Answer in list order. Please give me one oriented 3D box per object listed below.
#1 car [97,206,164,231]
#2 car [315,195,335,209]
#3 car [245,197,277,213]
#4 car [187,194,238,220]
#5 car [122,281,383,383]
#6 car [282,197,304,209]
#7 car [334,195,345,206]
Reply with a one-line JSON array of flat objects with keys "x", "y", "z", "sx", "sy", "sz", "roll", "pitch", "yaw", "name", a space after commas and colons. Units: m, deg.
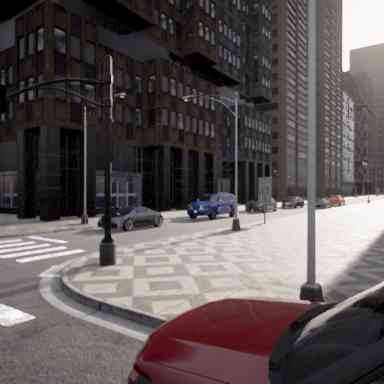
[{"x": -3.623, "y": 1.522, "z": 20.169, "sx": 1.994, "sy": 1.385, "sz": 4.181, "roll": 0, "pitch": 0, "yaw": 35, "name": "car"}, {"x": 17.018, "y": 1.458, "z": 43.911, "sx": 1.994, "sy": 1.385, "sz": 4.181, "roll": 0, "pitch": 0, "yaw": 36, "name": "car"}, {"x": 7.496, "y": 1.267, "z": 35.892, "sx": 2.097, "sy": 1.767, "sz": 4.553, "roll": 0, "pitch": 0, "yaw": 35, "name": "car"}, {"x": 1.861, "y": 1.159, "z": 27.936, "sx": 2.150, "sy": 2.045, "sz": 5.566, "roll": 0, "pitch": 0, "yaw": 35, "name": "car"}, {"x": 1.807, "y": 1.315, "z": 1.672, "sx": 5.009, "sy": 1.841, "sz": 2.192, "roll": 0, "pitch": 0, "yaw": 35, "name": "car"}, {"x": 13.478, "y": 1.383, "z": 44.299, "sx": 2.128, "sy": 1.511, "sz": 4.902, "roll": 0, "pitch": 0, "yaw": 35, "name": "car"}, {"x": 22.198, "y": 1.224, "z": 51.338, "sx": 2.097, "sy": 1.767, "sz": 4.553, "roll": 0, "pitch": 0, "yaw": 35, "name": "car"}]
